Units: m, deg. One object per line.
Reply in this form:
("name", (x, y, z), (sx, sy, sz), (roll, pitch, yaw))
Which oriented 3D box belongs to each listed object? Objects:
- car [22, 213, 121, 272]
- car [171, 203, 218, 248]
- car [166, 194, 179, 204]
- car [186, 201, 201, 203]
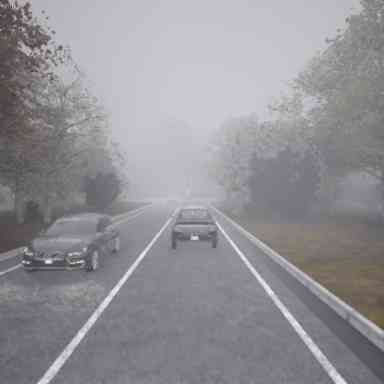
("car", (-3.598, 1.497, 10.779), (1.837, 1.490, 4.892), (0, 0, 0))
("car", (0.103, 1.475, 14.682), (2.128, 1.511, 4.902), (0, 0, 0))
("car", (-3.494, 1.221, 59.348), (2.097, 1.767, 4.553), (0, 0, 0))
("car", (0.105, 1.539, 32.923), (1.895, 1.301, 4.718), (0, 0, 0))
